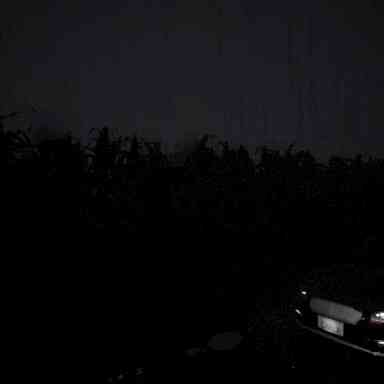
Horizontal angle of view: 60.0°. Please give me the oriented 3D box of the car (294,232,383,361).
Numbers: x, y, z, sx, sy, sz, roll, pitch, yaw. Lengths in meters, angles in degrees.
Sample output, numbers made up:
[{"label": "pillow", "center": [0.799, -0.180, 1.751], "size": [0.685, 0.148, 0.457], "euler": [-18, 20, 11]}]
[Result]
[{"label": "car", "center": [3.808, 1.479, 5.771], "size": [4.902, 1.511, 2.128], "euler": [0, 0, -35]}]
